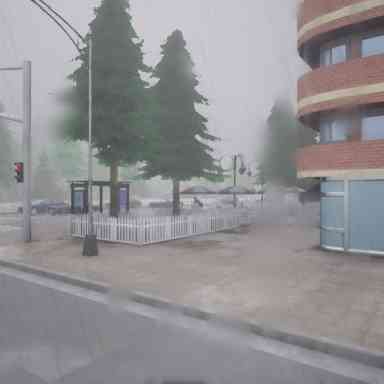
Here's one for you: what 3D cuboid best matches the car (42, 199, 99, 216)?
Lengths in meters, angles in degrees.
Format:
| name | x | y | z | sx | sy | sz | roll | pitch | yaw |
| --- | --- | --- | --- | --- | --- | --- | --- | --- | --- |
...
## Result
| name | x | y | z | sx | sy | sz | roll | pitch | yaw |
| --- | --- | --- | --- | --- | --- | --- | --- | --- | --- |
| car | -11.284 | 1.545 | 31.590 | 1.895 | 1.301 | 4.718 | 0 | 0 | 36 |

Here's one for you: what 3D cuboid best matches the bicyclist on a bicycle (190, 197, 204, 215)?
| name | x | y | z | sx | sy | sz | roll | pitch | yaw |
| --- | --- | --- | --- | --- | --- | --- | --- | --- | --- |
| bicyclist on a bicycle | 0.404 | 1.245 | 27.328 | 1.656 | 1.620 | 0.582 | 0 | 0 | 36 |

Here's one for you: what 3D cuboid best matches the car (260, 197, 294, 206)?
| name | x | y | z | sx | sy | sz | roll | pitch | yaw |
| --- | --- | --- | --- | --- | --- | --- | --- | --- | --- |
| car | 13.332 | 1.545 | 50.766 | 4.718 | 1.301 | 1.895 | 0 | 0 | -26 |

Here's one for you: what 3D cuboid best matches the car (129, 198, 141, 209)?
| name | x | y | z | sx | sy | sz | roll | pitch | yaw |
| --- | --- | --- | --- | --- | --- | --- | --- | --- | --- |
| car | -8.501 | 1.422 | 41.127 | 1.882 | 1.535 | 5.008 | 0 | 0 | 38 |

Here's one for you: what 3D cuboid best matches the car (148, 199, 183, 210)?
| name | x | y | z | sx | sy | sz | roll | pitch | yaw |
| --- | --- | --- | --- | --- | --- | --- | --- | --- | --- |
| car | -3.296 | 1.545 | 42.212 | 1.895 | 1.301 | 4.718 | 0 | 0 | 39 |

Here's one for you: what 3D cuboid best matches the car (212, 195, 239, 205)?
| name | x | y | z | sx | sy | sz | roll | pitch | yaw |
| --- | --- | --- | --- | --- | --- | --- | --- | --- | --- |
| car | 5.437 | 1.295 | 54.546 | 4.553 | 1.767 | 2.097 | 0 | 0 | -31 |

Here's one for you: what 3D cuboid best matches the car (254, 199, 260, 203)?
| name | x | y | z | sx | sy | sz | roll | pitch | yaw |
| --- | --- | --- | --- | --- | --- | --- | --- | --- | --- |
| car | 12.190 | 1.511 | 54.418 | 4.181 | 1.385 | 1.994 | 0 | 0 | -24 |

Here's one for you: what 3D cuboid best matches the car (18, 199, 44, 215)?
| name | x | y | z | sx | sy | sz | roll | pitch | yaw |
| --- | --- | --- | --- | --- | --- | --- | --- | --- | --- |
| car | -14.582 | 1.422 | 32.984 | 1.882 | 1.535 | 5.008 | 0 | 0 | 36 |
